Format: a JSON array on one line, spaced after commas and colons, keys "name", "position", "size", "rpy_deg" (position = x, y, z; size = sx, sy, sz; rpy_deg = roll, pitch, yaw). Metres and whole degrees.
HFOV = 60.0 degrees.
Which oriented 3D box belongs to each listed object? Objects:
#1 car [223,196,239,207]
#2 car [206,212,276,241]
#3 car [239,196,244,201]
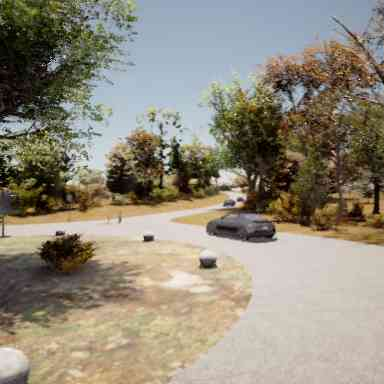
[{"name": "car", "position": [7.983, 2.175, 70.272], "size": [2.097, 1.767, 4.553], "rpy_deg": [-1, 0, 16]}, {"name": "car", "position": [2.571, 1.798, 18.254], "size": [1.994, 1.385, 4.181], "rpy_deg": [0, -1, -32]}, {"name": "car", "position": [13.004, 1.929, 89.631], "size": [1.837, 1.490, 4.892], "rpy_deg": [-1, 2, 12]}]
